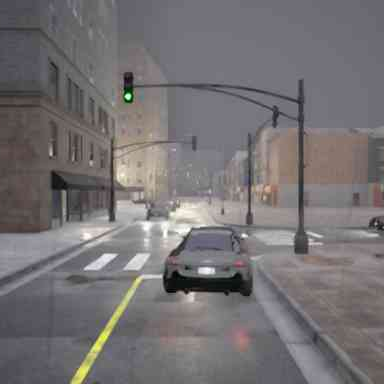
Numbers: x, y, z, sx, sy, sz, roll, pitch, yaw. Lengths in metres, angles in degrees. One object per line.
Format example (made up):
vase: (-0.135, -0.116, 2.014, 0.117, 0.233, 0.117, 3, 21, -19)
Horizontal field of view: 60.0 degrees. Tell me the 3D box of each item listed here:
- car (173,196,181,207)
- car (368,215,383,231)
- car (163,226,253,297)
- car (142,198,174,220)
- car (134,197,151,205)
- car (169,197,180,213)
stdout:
car: (-2.800, 1.465, 49.170, 2.097, 1.767, 4.553, 0, 0, 0)
car: (12.051, 1.549, 18.218, 4.181, 1.385, 1.994, 0, 0, 0)
car: (0.526, 1.581, 8.762, 1.994, 1.385, 4.181, 0, 0, 7)
car: (-2.849, 1.568, 29.011, 1.837, 1.490, 4.892, 0, 0, 0)
car: (-8.987, 1.716, 64.580, 4.674, 1.442, 1.812, 0, 0, 9)
car: (-2.837, 1.651, 38.931, 1.994, 1.385, 4.181, 0, 0, 0)
